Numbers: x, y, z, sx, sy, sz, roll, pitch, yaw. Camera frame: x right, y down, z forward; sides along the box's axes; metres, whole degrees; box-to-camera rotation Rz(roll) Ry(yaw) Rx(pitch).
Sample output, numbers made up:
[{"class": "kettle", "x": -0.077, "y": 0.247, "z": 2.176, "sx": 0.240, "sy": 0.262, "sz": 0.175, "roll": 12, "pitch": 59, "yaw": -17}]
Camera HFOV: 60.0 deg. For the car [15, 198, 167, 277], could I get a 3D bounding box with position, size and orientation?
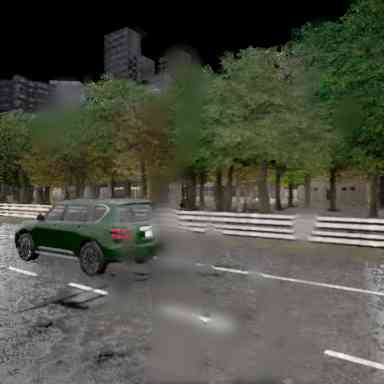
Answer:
[{"class": "car", "x": -3.338, "y": 1.225, "z": 10.550, "sx": 5.566, "sy": 2.045, "sz": 2.150, "roll": 0, "pitch": 0, "yaw": 36}]
